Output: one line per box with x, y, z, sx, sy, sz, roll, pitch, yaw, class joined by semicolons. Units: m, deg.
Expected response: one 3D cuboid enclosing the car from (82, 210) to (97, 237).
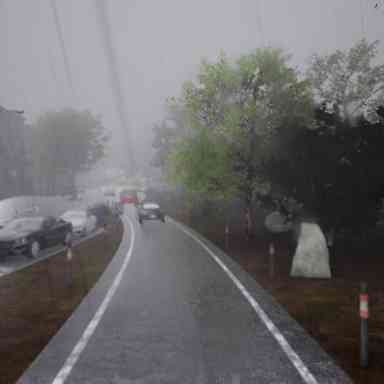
-7.024;1.833;20.273;2.002;1.452;4.674;2;0;-3;car

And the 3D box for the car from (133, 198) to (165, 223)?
-3.200;1.478;25.021;1.812;1.442;4.674;-1;1;-13;car

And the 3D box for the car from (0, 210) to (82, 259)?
-6.748;1.754;14.136;2.097;1.535;5.008;-1;-1;2;car

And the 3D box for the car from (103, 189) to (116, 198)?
-14.831;0.209;60.081;1.837;1.490;4.892;0;3;-7;car

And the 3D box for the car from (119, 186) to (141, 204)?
-7.950;0.662;42.074;2.150;2.045;5.566;-1;3;-11;car
